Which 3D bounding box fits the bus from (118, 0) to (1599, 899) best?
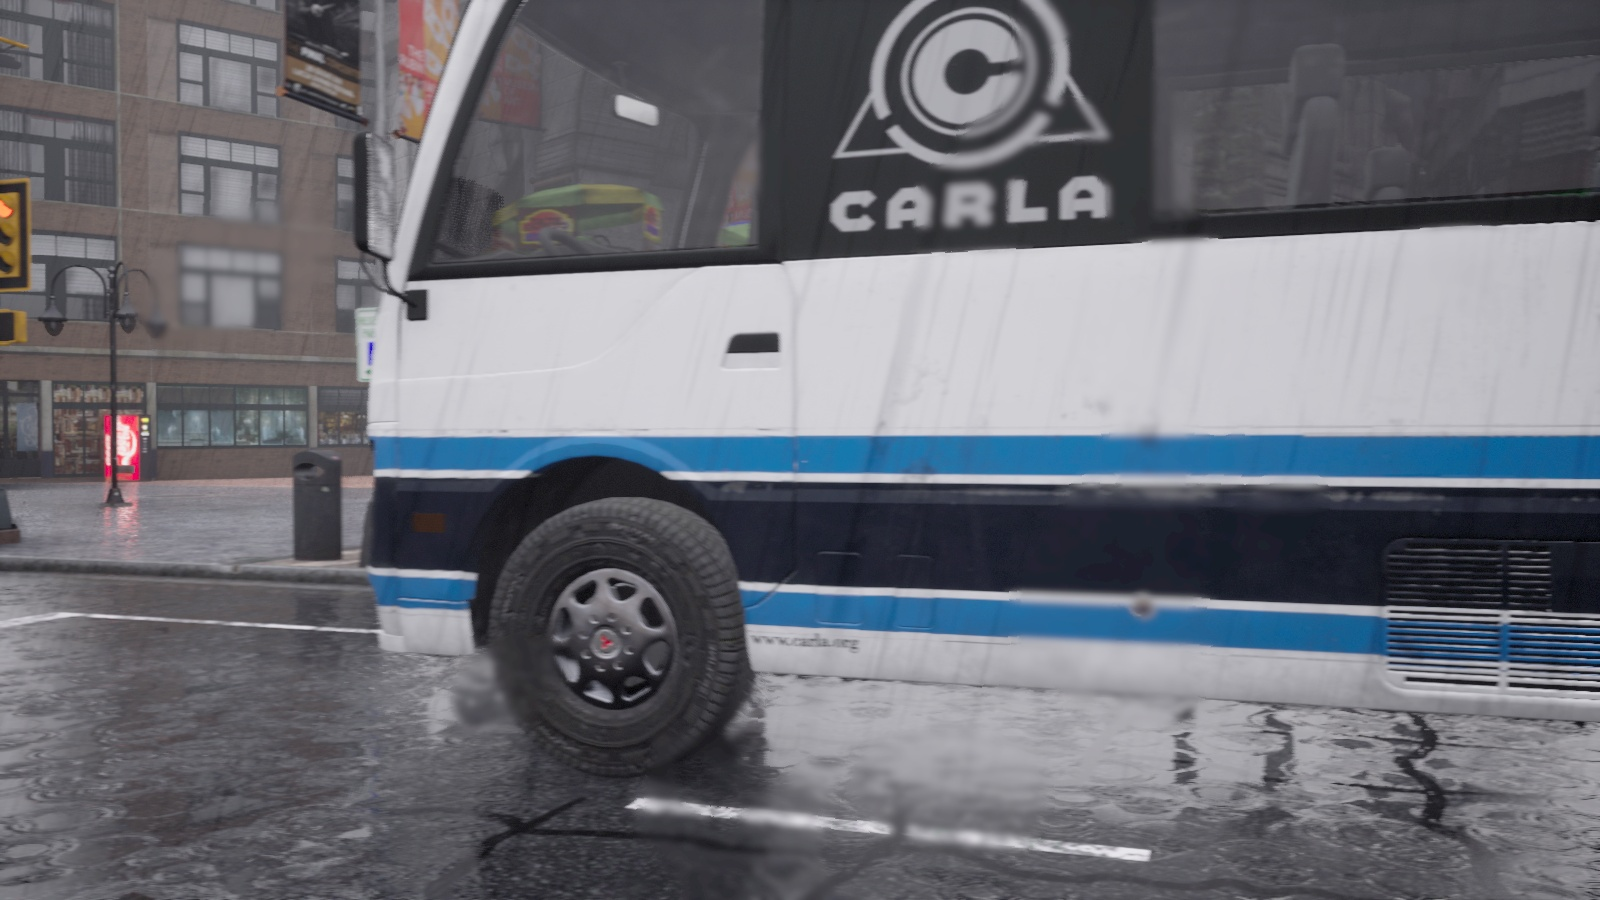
[{"bbox_3d":[2.326,-0.639,6.083,10.273,4.253,3.944,1,1,19],"label":"bus"}]
